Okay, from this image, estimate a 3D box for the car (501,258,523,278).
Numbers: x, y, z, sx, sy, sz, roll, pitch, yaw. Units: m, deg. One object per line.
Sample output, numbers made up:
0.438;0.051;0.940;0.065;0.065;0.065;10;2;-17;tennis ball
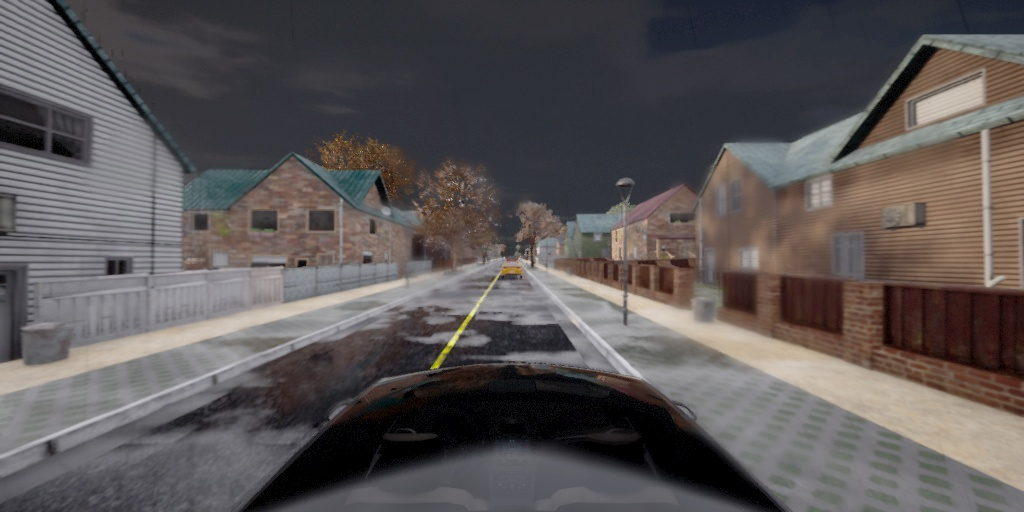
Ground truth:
0.017;1.214;33.800;1.882;1.535;5.008;0;0;1;car
